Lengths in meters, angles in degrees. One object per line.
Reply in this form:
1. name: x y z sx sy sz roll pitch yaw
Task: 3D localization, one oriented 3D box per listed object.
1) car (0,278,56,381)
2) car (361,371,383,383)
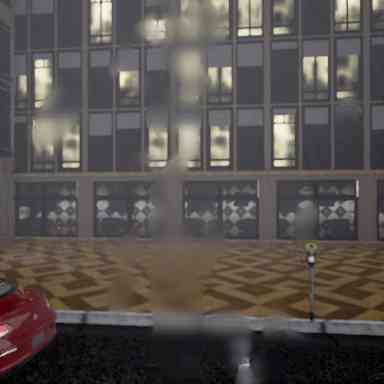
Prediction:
1. car: -3.899 1.609 4.197 4.206 1.307 1.802 0 0 6
2. car: 3.318 1.504 1.643 4.892 1.490 1.837 0 0 6
